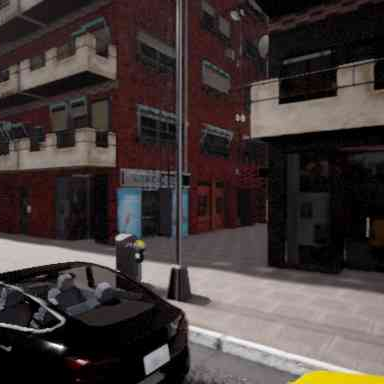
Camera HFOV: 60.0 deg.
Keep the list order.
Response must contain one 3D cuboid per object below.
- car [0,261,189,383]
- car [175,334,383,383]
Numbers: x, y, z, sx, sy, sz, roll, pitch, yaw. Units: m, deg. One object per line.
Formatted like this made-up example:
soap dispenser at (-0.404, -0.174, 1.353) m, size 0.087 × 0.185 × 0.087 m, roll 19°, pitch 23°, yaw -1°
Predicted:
car at (-2.017, 1.602, 4.297) m, size 4.313 × 1.339 × 1.947 m, roll -1°, pitch 0°, yaw 35°
car at (2.407, 1.513, 1.146) m, size 4.829 × 1.417 × 1.752 m, roll -1°, pitch 0°, yaw 35°
